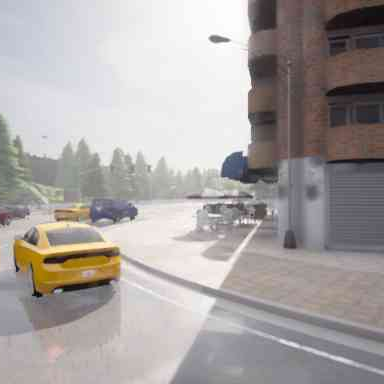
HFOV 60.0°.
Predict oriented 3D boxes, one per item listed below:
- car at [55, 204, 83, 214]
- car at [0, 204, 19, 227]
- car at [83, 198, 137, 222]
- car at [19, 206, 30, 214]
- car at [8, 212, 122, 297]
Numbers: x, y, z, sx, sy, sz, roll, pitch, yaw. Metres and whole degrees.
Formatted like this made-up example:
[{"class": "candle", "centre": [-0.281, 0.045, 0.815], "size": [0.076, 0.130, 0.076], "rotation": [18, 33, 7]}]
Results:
[{"class": "car", "centre": [-9.724, 1.750, 28.571], "size": [1.882, 1.535, 5.008], "rotation": [0, -1, 11]}, {"class": "car", "centre": [-14.229, 1.691, 22.460], "size": [1.882, 1.535, 5.008], "rotation": [0, -1, 3]}, {"class": "car", "centre": [-6.474, 1.485, 27.838], "size": [2.150, 2.045, 5.566], "rotation": [0, -1, 12]}, {"class": "car", "centre": [-16.929, 1.831, 29.874], "size": [2.033, 1.411, 5.357], "rotation": [0, -1, 11]}, {"class": "car", "centre": [-3.573, 1.565, 9.025], "size": [1.882, 1.535, 5.008], "rotation": [0, 0, -34]}]
